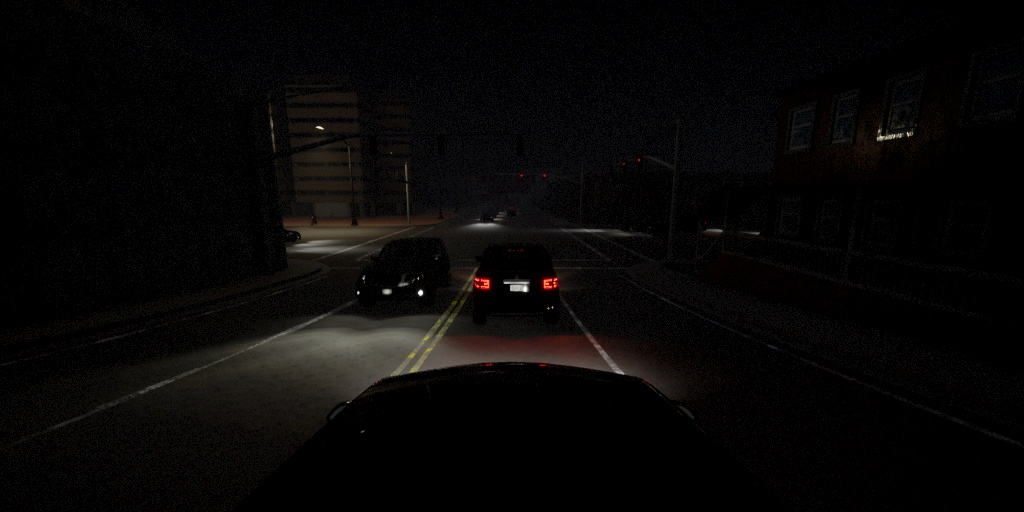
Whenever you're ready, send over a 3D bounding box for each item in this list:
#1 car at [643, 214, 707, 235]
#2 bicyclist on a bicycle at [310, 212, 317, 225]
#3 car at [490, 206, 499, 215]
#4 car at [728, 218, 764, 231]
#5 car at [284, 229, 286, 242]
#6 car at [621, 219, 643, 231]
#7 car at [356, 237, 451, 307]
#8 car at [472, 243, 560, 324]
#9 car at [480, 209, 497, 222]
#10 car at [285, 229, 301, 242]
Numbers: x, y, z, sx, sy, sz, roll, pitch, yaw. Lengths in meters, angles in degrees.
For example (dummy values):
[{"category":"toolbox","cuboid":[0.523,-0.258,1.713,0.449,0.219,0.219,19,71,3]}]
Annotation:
[{"category":"car","cuboid":[16.883,-3.273,36.645,5.566,2.045,2.150,0,10,0]},{"category":"bicyclist on a bicycle","cuboid":[-25.369,-4.779,45.838,0.582,1.620,1.656,0,10,0]},{"category":"car","cuboid":[-3.713,-7.442,62.849,1.812,1.442,4.674,0,10,0]},{"category":"car","cuboid":[26.451,-3.556,40.124,4.674,1.442,1.812,0,10,0]},{"category":"car","cuboid":[-19.907,-1.229,26.167,4.902,1.511,2.128,0,10,0]},{"category":"car","cuboid":[14.761,-3.491,40.172,4.718,1.301,1.895,0,10,0]},{"category":"car","cuboid":[-3.620,0.412,13.020,2.150,2.045,5.566,0,6,-1]},{"category":"car","cuboid":[0.065,0.603,10.723,2.150,2.045,5.566,0,4,-1]},{"category":"car","cuboid":[-3.717,-5.875,54.102,1.895,1.301,4.718,0,10,0]},{"category":"car","cuboid":[-20.101,-1.803,29.612,4.892,1.490,1.837,0,10,0]}]
